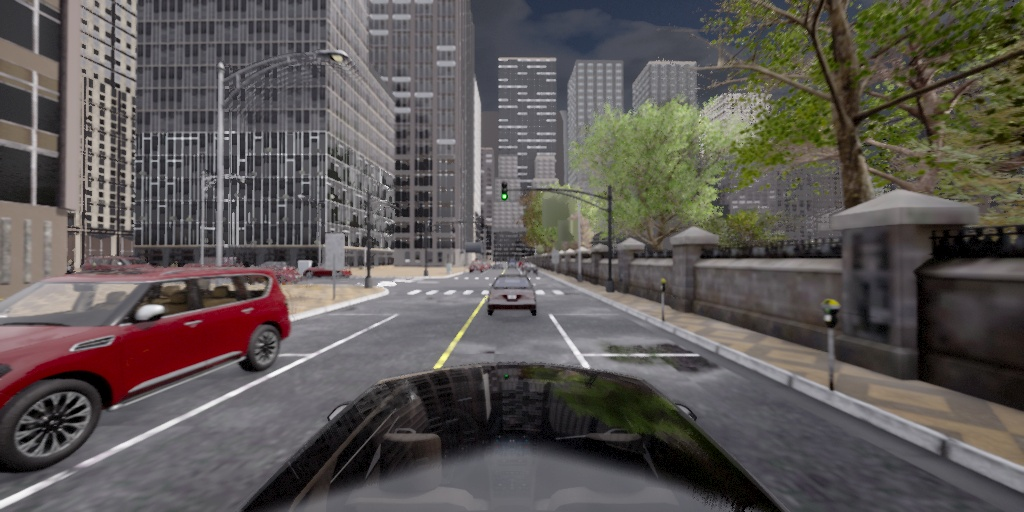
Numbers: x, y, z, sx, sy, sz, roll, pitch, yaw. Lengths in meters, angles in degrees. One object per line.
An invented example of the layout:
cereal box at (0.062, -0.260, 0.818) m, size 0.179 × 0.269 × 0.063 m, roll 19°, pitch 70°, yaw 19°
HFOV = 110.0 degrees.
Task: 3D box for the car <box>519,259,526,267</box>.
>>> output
car at (2.578, 1.782, 59.623) m, size 1.967 × 1.591 × 4.097 m, roll 0°, pitch 0°, yaw 0°

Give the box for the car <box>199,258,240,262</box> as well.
car at (-28.669, 1.079, 34.482) m, size 5.009 × 1.841 × 2.192 m, roll 0°, pitch 0°, yaw 1°

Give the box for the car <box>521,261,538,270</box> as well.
car at (2.576, 1.782, 48.532) m, size 2.007 × 1.370 × 4.403 m, roll 0°, pitch 0°, yaw 0°

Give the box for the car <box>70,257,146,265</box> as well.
car at (-28.814, 0.997, 26.603) m, size 5.009 × 1.841 × 2.192 m, roll 0°, pitch 0°, yaw 1°

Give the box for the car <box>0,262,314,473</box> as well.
car at (-5.314, 1.100, 5.035) m, size 2.192 × 1.841 × 5.009 m, roll 0°, pitch 0°, yaw 0°

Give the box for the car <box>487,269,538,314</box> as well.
car at (0.014, 1.431, 14.376) m, size 2.033 × 1.411 × 5.357 m, roll 0°, pitch -1°, yaw 0°

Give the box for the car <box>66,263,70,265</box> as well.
car at (-45.246, 1.136, 34.823) m, size 4.313 × 1.339 × 1.948 m, roll 0°, pitch 0°, yaw 1°

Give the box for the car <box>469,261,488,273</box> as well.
car at (-5.304, 1.602, 54.088) m, size 2.192 × 1.841 × 5.009 m, roll 0°, pitch 0°, yaw 0°

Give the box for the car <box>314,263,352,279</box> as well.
car at (-17.617, 1.334, 34.255) m, size 4.097 × 1.591 × 1.967 m, roll 0°, pitch 0°, yaw 1°

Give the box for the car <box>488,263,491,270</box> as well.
car at (-5.301, 1.836, 65.177) m, size 1.967 × 1.591 × 4.097 m, roll 0°, pitch 0°, yaw 0°
